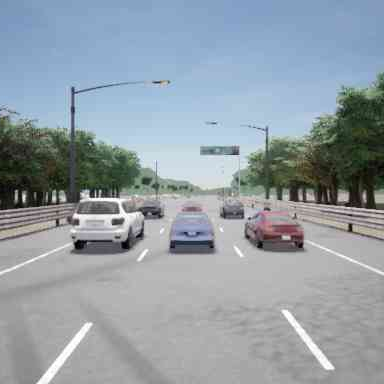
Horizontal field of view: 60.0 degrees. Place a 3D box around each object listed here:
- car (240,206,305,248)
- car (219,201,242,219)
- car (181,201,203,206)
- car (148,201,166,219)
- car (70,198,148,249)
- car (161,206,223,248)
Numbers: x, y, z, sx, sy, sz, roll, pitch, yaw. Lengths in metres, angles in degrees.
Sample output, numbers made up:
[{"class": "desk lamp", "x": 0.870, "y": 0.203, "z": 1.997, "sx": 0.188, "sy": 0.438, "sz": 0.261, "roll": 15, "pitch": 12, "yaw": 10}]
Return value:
[{"class": "car", "x": 3.500, "y": 1.535, "z": 14.650, "sx": 1.812, "sy": 1.442, "sz": 4.674, "roll": 0, "pitch": 0, "yaw": 0}, {"class": "car", "x": 3.500, "y": 1.512, "z": 29.650, "sx": 2.128, "sy": 1.511, "sz": 4.902, "roll": 0, "pitch": 0, "yaw": 0}, {"class": "car", "x": 0.000, "y": 1.550, "z": 29.651, "sx": 1.812, "sy": 1.442, "sz": 4.674, "roll": 0, "pitch": 0, "yaw": 0}, {"class": "car", "x": -3.500, "y": 1.533, "z": 29.650, "sx": 1.837, "sy": 1.490, "sz": 4.892, "roll": 0, "pitch": 0, "yaw": 0}, {"class": "car", "x": -3.500, "y": 1.260, "z": 14.680, "sx": 2.150, "sy": 2.045, "sz": 5.566, "roll": 0, "pitch": 0, "yaw": 0}, {"class": "car", "x": 0.000, "y": 1.566, "z": 14.651, "sx": 2.033, "sy": 1.411, "sz": 5.357, "roll": 0, "pitch": 0, "yaw": 0}]
